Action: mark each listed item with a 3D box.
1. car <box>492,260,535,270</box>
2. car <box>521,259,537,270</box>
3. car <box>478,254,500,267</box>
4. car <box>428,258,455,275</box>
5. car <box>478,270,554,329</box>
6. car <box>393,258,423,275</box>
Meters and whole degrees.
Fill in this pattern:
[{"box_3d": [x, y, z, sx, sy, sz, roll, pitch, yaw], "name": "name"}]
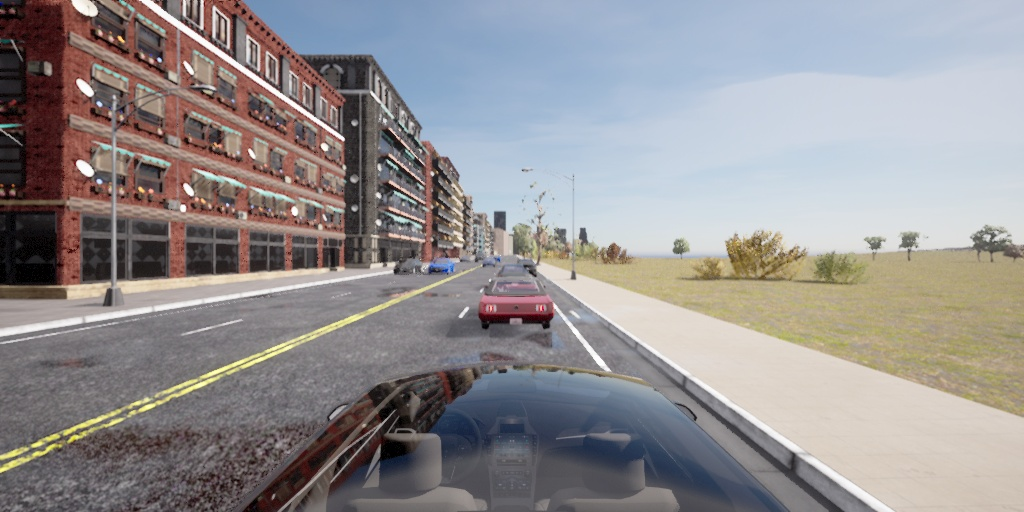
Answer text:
[{"box_3d": [0.091, 1.153, 20.916, 1.994, 1.385, 4.181, 0, 0, 1], "name": "car"}, {"box_3d": [1.135, 1.010, 30.905, 1.837, 1.490, 4.892, 0, 0, 0], "name": "car"}, {"box_3d": [-3.219, 0.877, 51.452, 2.033, 1.411, 5.357, 0, 0, 0], "name": "car"}, {"box_3d": [-6.599, 0.956, 34.027, 1.882, 1.535, 5.008, 0, 0, 0], "name": "car"}, {"box_3d": [0.101, 1.274, 10.885, 1.895, 1.301, 4.718, 0, 0, 0], "name": "car"}, {"box_3d": [-9.849, 0.981, 34.311, 1.837, 1.490, 4.892, 0, 1, 0], "name": "car"}]
